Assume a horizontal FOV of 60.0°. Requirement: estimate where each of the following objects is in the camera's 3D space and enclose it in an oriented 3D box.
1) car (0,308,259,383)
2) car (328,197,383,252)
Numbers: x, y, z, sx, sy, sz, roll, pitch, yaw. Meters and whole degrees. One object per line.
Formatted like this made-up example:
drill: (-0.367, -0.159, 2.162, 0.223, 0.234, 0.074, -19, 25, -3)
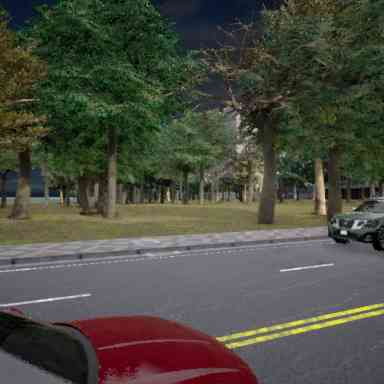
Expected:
car: (-1.866, 1.477, 1.958, 5.008, 1.535, 1.882, 0, 0, -25)
car: (8.416, 1.227, 14.115, 5.566, 2.045, 2.150, 0, 0, -25)
